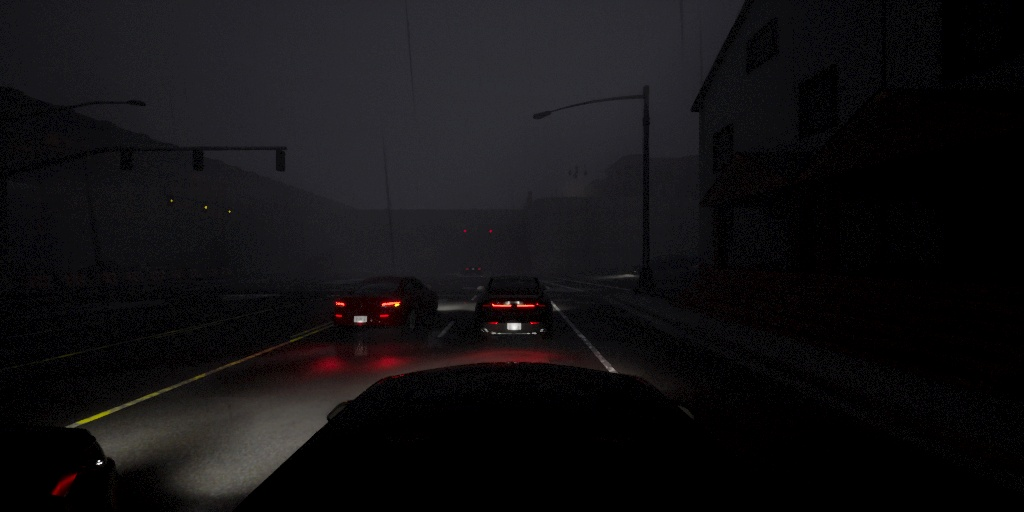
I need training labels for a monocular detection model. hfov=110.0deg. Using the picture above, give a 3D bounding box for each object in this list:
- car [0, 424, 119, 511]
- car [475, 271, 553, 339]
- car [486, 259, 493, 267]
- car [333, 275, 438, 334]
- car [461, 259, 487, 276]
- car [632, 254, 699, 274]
[{"bbox_3d":[-3.401,1.255,0.201,1.837,1.490,4.892,0,0,0],"label":"car"},{"bbox_3d":[0.043,1.255,10.068,1.837,1.490,4.892,0,0,0],"label":"car"},{"bbox_3d":[-4.782,1.314,64.126,1.994,1.385,4.181,0,0,-2],"label":"car"},{"bbox_3d":[-3.453,1.276,10.483,1.812,1.442,4.674,0,0,0],"label":"car"},{"bbox_3d":[-4.224,1.297,37.239,2.033,1.411,5.357,0,0,-11],"label":"car"},{"bbox_3d":[13.029,0.603,30.458,5.357,1.411,2.033,-7,0,-1],"label":"car"}]
